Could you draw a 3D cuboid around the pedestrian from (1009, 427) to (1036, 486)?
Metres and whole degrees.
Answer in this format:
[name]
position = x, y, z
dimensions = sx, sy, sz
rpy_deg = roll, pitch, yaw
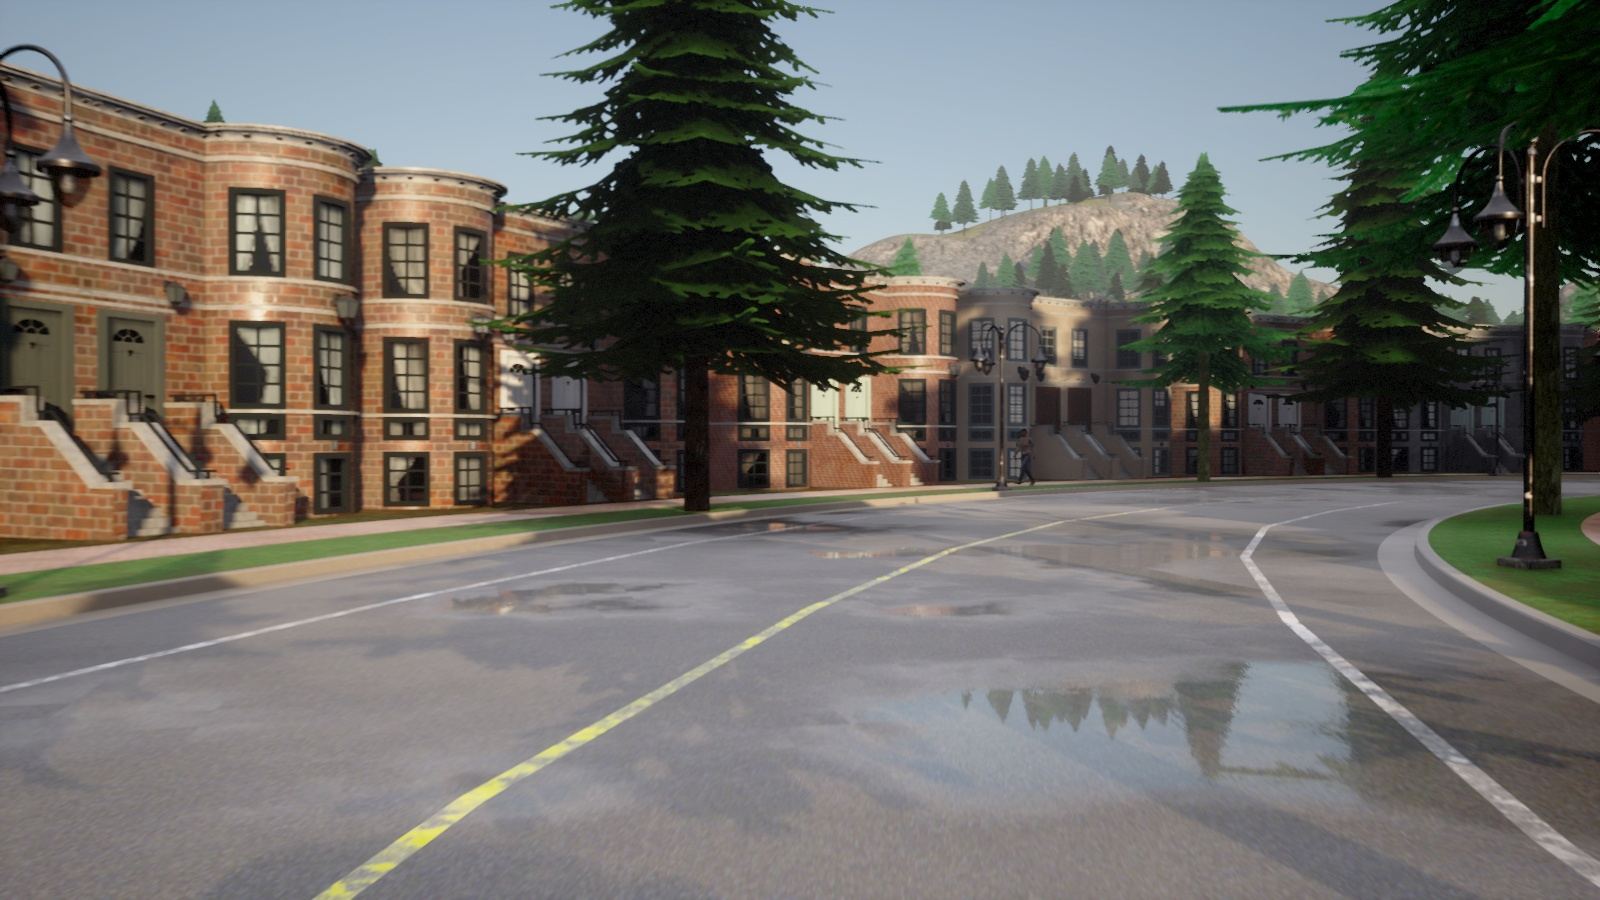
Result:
[pedestrian]
position = 6.916, 0.194, 38.997
dimensions = 0.869, 1.805, 0.328
rpy_deg = 0, 0, -40
